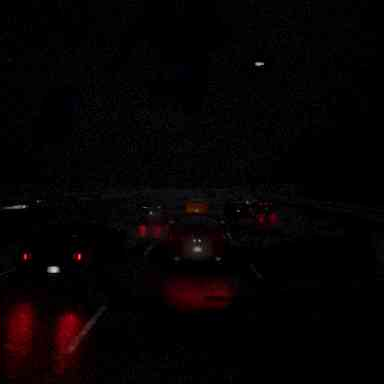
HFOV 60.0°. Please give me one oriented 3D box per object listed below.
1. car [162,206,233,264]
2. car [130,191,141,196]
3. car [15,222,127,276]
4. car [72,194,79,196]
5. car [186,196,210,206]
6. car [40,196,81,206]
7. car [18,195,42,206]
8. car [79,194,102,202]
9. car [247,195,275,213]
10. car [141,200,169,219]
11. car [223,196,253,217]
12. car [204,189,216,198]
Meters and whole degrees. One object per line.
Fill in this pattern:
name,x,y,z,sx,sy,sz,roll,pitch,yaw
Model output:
car,0.182,1.467,11.835,1.882,1.535,5.008,0,0,1
car,-12.869,0.557,76.480,2.128,1.511,4.902,0,1,1
car,-3.337,1.593,10.293,1.895,1.301,4.718,0,0,1
car,-20.187,1.073,58.796,2.033,1.411,5.357,0,1,2
car,0.455,1.370,30.085,1.882,1.535,5.008,0,1,1
car,-13.662,1.418,34.806,1.994,1.385,4.181,0,1,1
car,-23.887,1.165,49.306,2.128,1.511,4.902,0,1,1
car,-16.750,1.052,56.442,2.128,1.511,4.902,0,1,1
car,7.298,1.343,34.446,2.128,1.511,4.902,0,1,3
car,-3.080,1.403,27.925,2.128,1.511,4.902,0,1,1
car,3.848,1.373,29.635,1.882,1.535,5.008,0,0,1
car,4.691,0.687,79.838,2.033,1.411,5.357,0,1,1
